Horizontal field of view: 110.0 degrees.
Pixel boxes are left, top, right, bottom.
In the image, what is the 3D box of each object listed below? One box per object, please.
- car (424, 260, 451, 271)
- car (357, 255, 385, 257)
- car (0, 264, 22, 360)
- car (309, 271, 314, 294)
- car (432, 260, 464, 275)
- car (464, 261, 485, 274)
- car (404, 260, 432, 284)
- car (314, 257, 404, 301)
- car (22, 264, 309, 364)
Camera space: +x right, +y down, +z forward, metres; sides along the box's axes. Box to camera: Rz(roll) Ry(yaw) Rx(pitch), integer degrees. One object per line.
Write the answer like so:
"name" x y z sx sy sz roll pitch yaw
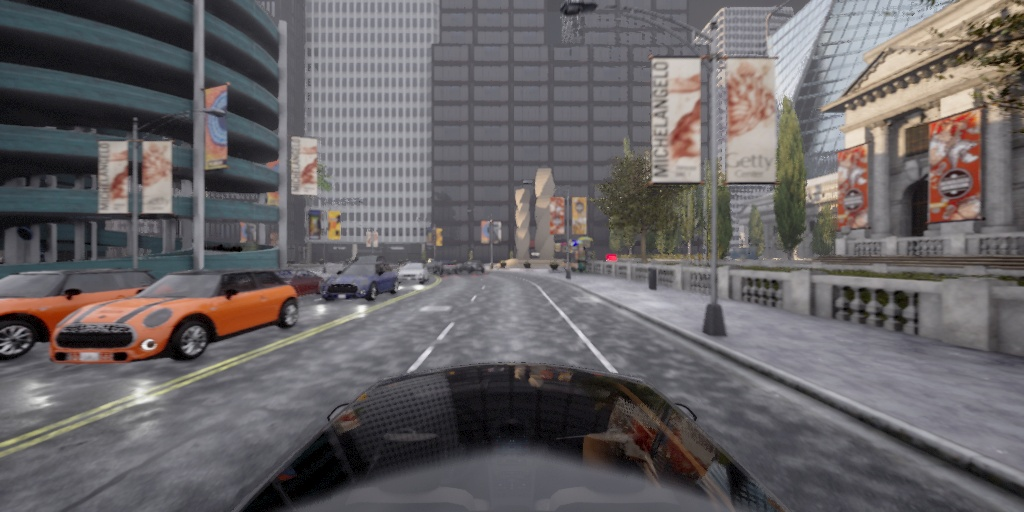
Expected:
"car" -10.597 1.294 51.044 1.994 1.385 4.181 0 0 -41
"car" -10.959 0.961 27.453 2.150 2.045 5.566 0 0 -7
"car" -10.596 1.099 8.295 2.097 1.767 4.553 0 0 0
"car" -10.578 1.308 16.899 1.994 1.385 4.181 0 0 0
"car" -7.381 1.226 39.610 2.128 1.511 4.902 0 0 -25
"car" -4.694 1.260 42.054 1.812 1.442 4.674 0 0 -29
"car" -7.344 1.266 26.957 1.812 1.442 4.674 0 0 -7
"car" -7.078 1.096 17.195 2.097 1.767 4.553 0 0 0
"car" -7.096 1.099 8.270 2.097 1.767 4.553 0 0 0
